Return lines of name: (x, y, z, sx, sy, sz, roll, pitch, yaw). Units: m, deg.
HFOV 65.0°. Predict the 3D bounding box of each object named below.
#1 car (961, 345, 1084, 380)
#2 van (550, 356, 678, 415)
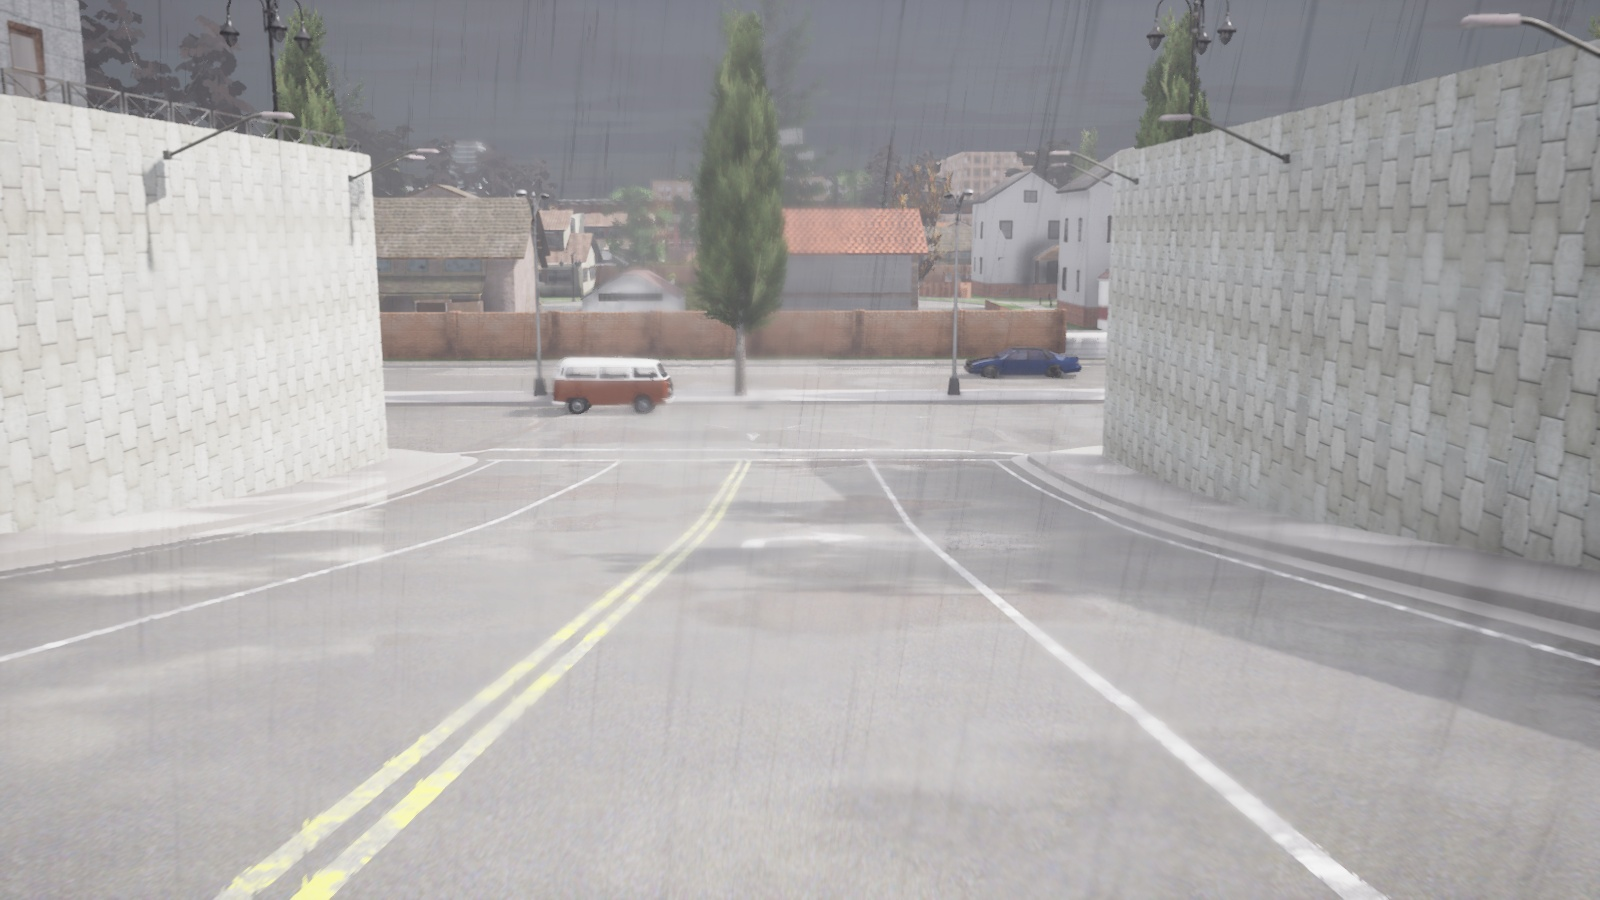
car: (10.358, -4.108, 58.779, 5.357, 1.411, 2.033, 0, 10, -1)
van: (-6.912, -2.436, 47.142, 4.480, 2.038, 2.069, 0, 8, -1)
